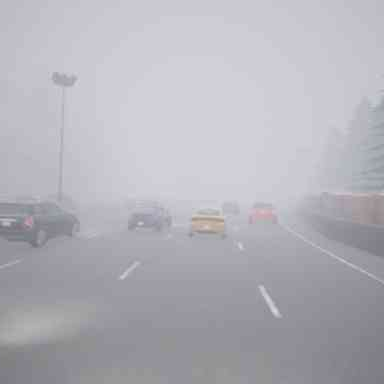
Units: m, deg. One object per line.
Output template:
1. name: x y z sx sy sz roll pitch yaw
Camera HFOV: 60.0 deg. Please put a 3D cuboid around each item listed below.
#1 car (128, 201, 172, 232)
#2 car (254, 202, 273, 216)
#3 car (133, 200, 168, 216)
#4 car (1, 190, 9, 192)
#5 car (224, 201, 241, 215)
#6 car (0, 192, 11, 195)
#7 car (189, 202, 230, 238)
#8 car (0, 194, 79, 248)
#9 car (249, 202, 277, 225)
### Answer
1. car: -2.416 1.479 19.697 1.812 1.442 4.674 2 0 7
2. car: 8.569 1.984 39.731 1.895 1.301 4.718 2 0 15
3. car: -3.934 1.526 32.377 1.895 1.301 4.718 2 0 11
4. car: -21.161 0.501 36.240 1.812 1.442 4.674 2 0 12
5. car: 4.348 1.720 37.217 2.128 1.511 4.902 2 0 14
6. car: -17.910 0.982 34.663 2.033 1.411 5.357 2 0 11
7. car: 0.980 1.549 18.553 1.882 1.535 5.008 2 0 6
8. car: -6.479 1.150 13.969 2.097 1.767 4.553 2 0 4
9. car: 5.755 1.610 27.151 2.097 1.767 4.553 2 0 10
